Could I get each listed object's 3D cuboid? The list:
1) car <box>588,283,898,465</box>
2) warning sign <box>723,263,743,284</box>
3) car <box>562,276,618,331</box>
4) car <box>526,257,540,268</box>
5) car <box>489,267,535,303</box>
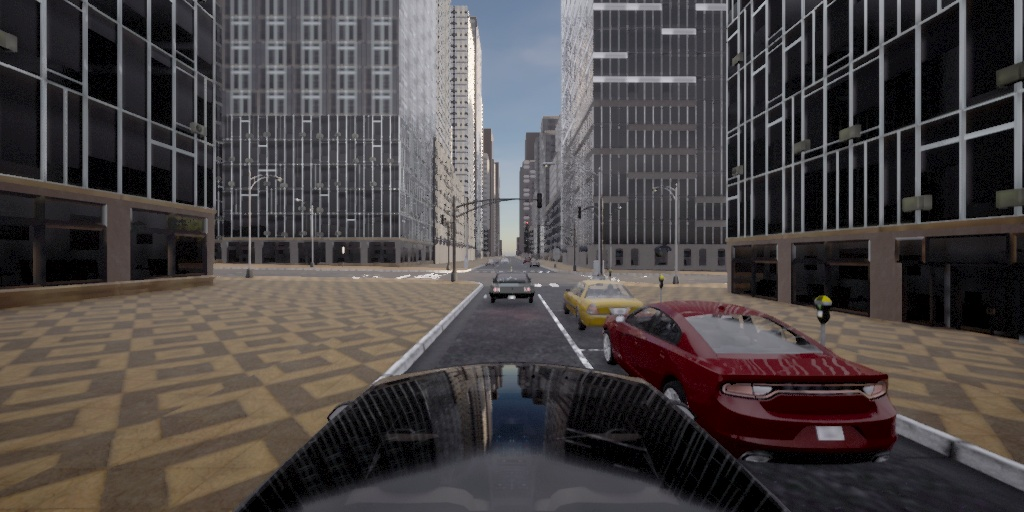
[{"bbox_3d":[2.565,1.293,5.119,1.888,1.381,4.507,0,0,0],"label":"car"},{"bbox_3d":[17.262,1.202,27.990,1.060,1.860,1.300,0,0,-3],"label":"warning sign"},{"bbox_3d":[2.565,1.273,10.841,1.751,1.417,4.829,0,0,0],"label":"car"},{"bbox_3d":[3.870,1.326,61.775,1.948,1.339,4.313,0,0,0],"label":"car"},{"bbox_3d":[0.000,1.365,16.530,1.895,1.301,4.718,0,0,0],"label":"car"}]
